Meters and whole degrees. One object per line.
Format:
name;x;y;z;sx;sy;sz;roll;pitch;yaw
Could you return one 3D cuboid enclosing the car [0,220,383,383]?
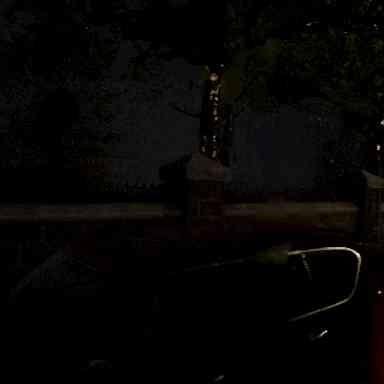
car;-0.343;1.241;2.732;5.009;1.841;2.192;1;1;-34
